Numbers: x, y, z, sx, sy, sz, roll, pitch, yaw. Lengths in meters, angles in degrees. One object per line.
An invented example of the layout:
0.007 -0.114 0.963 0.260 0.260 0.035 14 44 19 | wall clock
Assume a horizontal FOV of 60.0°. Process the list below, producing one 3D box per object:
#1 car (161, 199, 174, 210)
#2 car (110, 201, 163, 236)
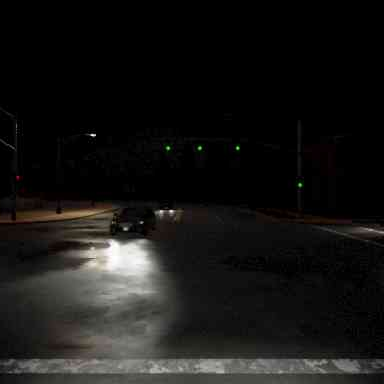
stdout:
-3.321 1.546 42.917 2.033 1.411 5.357 0 0 -5 | car
-3.104 1.493 18.323 2.128 1.511 4.902 0 0 2 | car
